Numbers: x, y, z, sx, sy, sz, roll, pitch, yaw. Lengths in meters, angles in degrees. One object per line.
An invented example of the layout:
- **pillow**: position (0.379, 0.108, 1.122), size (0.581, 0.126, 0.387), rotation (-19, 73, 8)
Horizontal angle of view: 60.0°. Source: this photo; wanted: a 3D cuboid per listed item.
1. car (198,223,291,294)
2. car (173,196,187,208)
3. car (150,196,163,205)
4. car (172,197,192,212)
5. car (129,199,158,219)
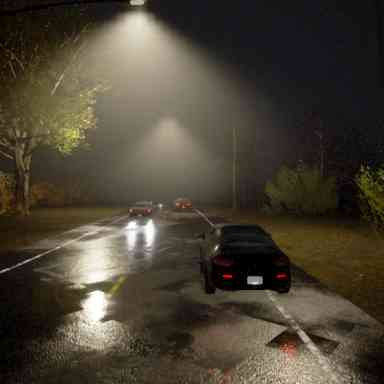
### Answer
- **car**: position (1.174, 1.520, 8.653), size (1.812, 1.442, 4.674), rotation (0, 0, -1)
- **car**: position (-1.725, 1.418, 47.694), size (1.837, 1.490, 4.892), rotation (0, 0, -4)
- **car**: position (-6.108, 1.390, 57.237), size (1.837, 1.490, 4.892), rotation (0, 0, -5)
- **car**: position (-1.031, 1.465, 37.514), size (1.812, 1.442, 4.674), rotation (0, 0, -3)
- **car**: position (-4.259, 1.563, 28.772), size (1.895, 1.301, 4.718), rotation (0, 0, -3)
